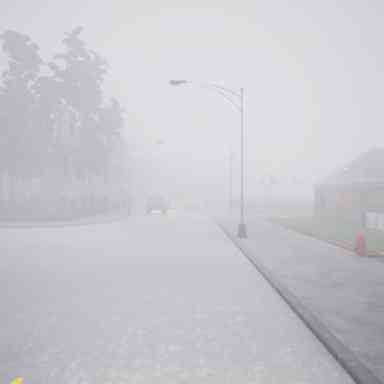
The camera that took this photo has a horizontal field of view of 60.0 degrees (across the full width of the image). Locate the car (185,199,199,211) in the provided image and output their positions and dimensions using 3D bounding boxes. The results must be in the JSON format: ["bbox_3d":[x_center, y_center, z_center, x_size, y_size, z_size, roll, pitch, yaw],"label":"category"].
[{"bbox_3d":[-0.018,1.742,46.048,1.882,1.535,5.008,0,0,0],"label":"car"}]

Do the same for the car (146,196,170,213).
[{"bbox_3d":[-4.206,1.452,40.014,2.150,2.045,5.566,0,0,0],"label":"car"}]
